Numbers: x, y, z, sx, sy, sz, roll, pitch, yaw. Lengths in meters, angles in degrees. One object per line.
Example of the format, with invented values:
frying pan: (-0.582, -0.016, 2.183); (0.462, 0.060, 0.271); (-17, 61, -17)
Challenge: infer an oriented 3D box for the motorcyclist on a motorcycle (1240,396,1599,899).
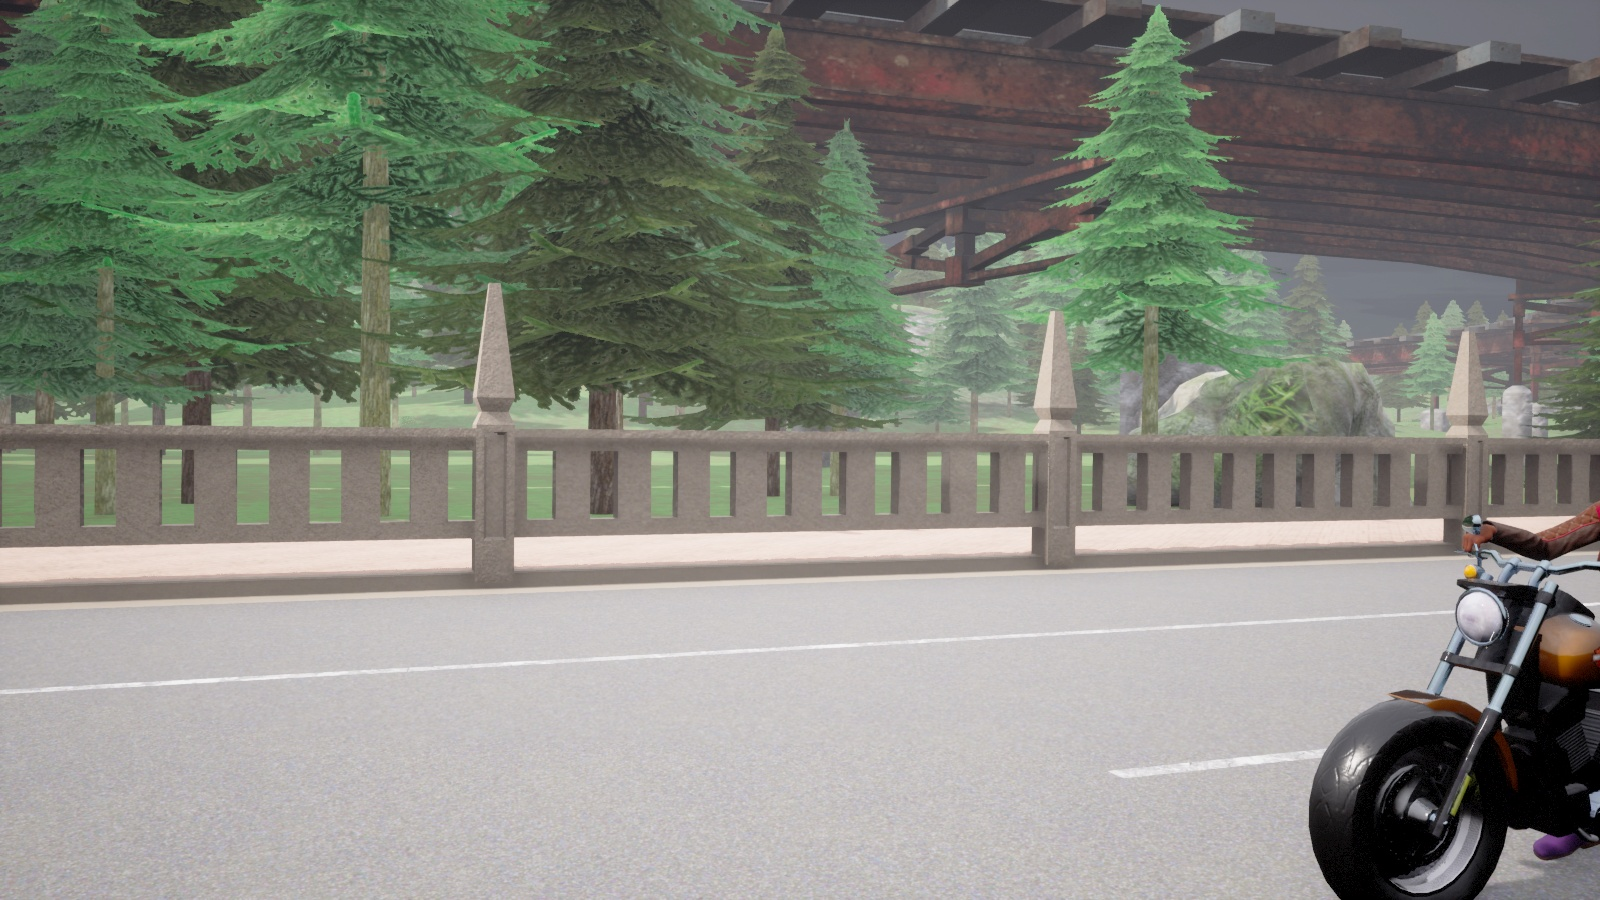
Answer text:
motorcyclist on a motorcycle: (2.716, 0.650, 4.271); (2.350, 1.649, 0.766); (-1, 1, -21)
